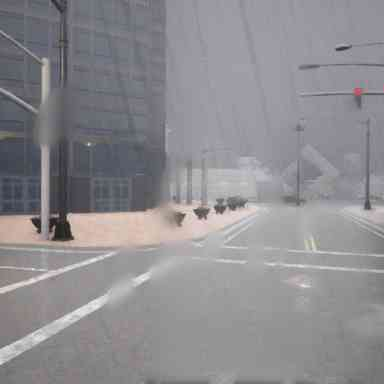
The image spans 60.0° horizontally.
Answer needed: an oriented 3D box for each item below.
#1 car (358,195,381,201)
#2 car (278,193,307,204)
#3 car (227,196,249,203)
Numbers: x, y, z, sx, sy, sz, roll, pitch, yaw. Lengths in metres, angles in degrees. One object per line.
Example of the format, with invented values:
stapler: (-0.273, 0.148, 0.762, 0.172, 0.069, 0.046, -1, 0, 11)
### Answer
car: (44.244, 1.424, 83.014, 2.033, 1.411, 5.357, 0, 0, -27)
car: (17.349, 1.352, 57.530, 4.892, 1.490, 1.837, 0, 2, 27)
car: (8.331, 1.356, 60.386, 1.994, 1.385, 4.181, 0, 0, -38)
